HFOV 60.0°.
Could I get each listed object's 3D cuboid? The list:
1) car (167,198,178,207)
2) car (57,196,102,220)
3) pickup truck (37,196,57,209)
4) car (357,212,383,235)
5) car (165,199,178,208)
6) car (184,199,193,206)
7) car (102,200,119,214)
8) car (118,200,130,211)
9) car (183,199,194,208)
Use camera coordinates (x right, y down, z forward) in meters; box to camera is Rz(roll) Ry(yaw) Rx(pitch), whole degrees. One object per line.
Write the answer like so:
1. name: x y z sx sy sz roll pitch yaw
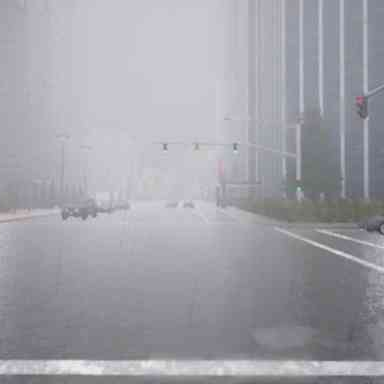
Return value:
1. car: -4.215 2.267 73.498 2.097 1.767 4.553 0 -1 0
2. car: -11.035 1.633 33.048 2.150 2.045 5.566 0 -1 -1
3. pickup truck: -24.235 1.784 58.219 2.390 2.098 6.274 0 -1 30
4. car: 12.665 1.755 20.201 4.892 1.490 1.837 0 -1 0
5. car: -4.036 2.311 63.265 1.812 1.442 4.674 0 -1 0
6. car: -0.720 2.301 73.731 1.882 1.535 5.008 0 -1 0
7. car: -11.105 2.094 42.572 1.994 1.385 4.181 0 -1 0
8. car: -11.164 2.008 52.781 2.097 1.767 4.553 0 -1 -1
9. car: -0.649 2.313 63.479 1.812 1.442 4.674 0 -1 0
